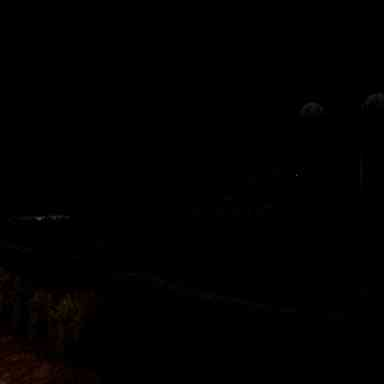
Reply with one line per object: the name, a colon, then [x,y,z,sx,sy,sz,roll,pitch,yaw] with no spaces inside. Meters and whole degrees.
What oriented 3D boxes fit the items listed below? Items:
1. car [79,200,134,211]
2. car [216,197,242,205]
car: [-7.289,1.323,28.360,1.895,1.301,4.718,1,0,36]
car: [5.145,1.359,45.466,1.812,1.442,4.674,1,0,36]
